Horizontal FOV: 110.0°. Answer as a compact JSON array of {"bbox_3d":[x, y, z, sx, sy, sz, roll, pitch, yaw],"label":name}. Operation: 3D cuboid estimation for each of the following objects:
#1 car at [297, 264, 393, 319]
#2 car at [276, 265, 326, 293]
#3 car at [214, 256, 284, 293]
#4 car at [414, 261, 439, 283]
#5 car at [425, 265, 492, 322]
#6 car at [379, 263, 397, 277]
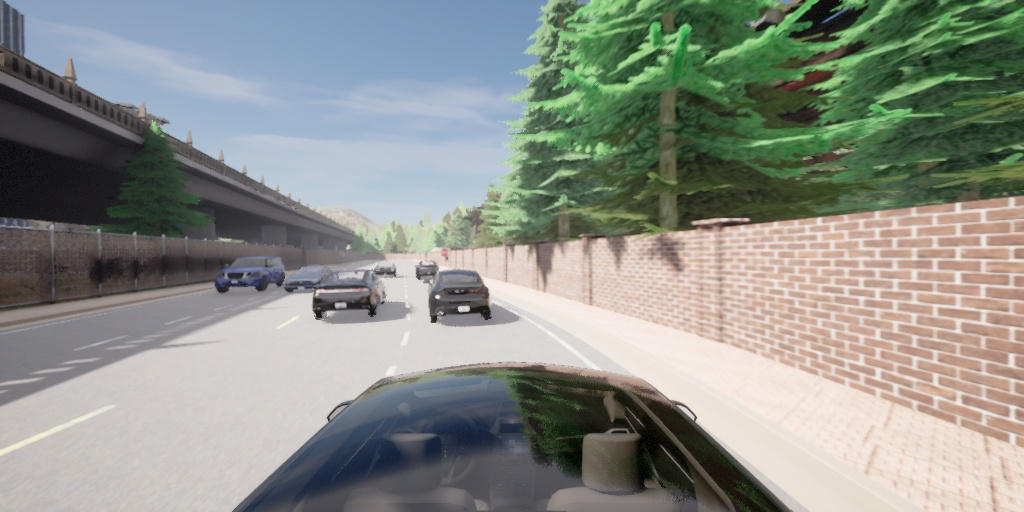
[{"bbox_3d":[-5.660,1.235,12.895,2.128,1.511,4.902,-1,0,-15],"label":"car"},{"bbox_3d":[-11.827,1.306,21.381,2.033,1.411,5.357,-1,0,-17],"label":"car"},{"bbox_3d":[-15.590,1.025,21.758,2.150,2.045,5.566,-1,0,-17],"label":"car"},{"bbox_3d":[-7.269,1.146,30.810,2.128,1.511,4.902,-1,0,-17],"label":"car"},{"bbox_3d":[-1.913,1.212,12.306,1.837,1.490,4.892,0,0,-14],"label":"car"},{"bbox_3d":[-11.839,1.286,33.834,1.895,1.301,4.718,-1,0,-17],"label":"car"}]
